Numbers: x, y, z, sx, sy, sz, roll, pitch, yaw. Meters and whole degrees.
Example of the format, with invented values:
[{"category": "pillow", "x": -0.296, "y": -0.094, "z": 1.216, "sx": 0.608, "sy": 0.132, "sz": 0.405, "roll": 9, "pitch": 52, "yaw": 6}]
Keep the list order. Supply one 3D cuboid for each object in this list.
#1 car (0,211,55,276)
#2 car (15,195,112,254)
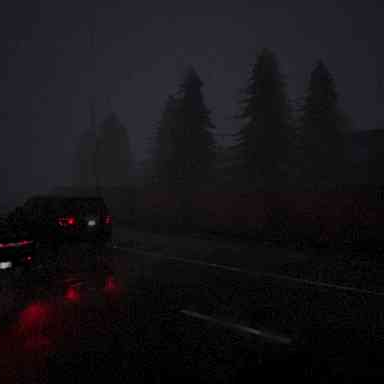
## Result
[{"category": "car", "x": -5.994, "y": 1.401, "z": 9.011, "sx": 4.902, "sy": 1.511, "sz": 2.128, "roll": 1, "pitch": 0, "yaw": 41}, {"category": "car", "x": -5.383, "y": 1.117, "z": 13.113, "sx": 5.566, "sy": 2.045, "sz": 2.150, "roll": 1, "pitch": 1, "yaw": 43}]
